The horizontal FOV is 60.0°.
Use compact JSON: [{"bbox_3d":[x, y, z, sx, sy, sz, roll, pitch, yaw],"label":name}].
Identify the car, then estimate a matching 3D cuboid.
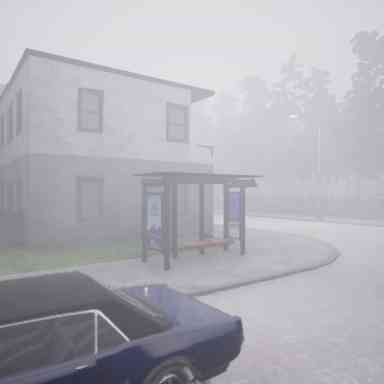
[{"bbox_3d":[-1.832,1.601,3.157,4.718,1.301,1.895,0,0,-34],"label":"car"}]
